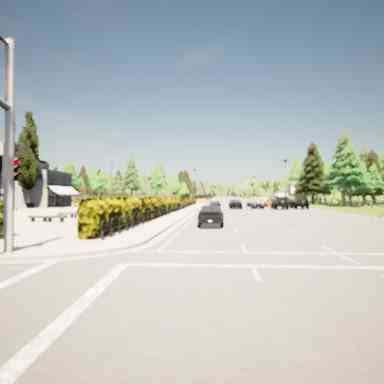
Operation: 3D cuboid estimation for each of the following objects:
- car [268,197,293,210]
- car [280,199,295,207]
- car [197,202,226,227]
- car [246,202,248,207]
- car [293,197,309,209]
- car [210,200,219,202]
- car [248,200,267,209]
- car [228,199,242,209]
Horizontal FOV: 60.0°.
[{"bbox_3d":[14.202,1.770,53.924,2.150,2.045,5.566,0,-1,5],"label":"car"},{"bbox_3d":[18.577,2.162,64.598,1.837,1.490,4.892,0,-1,5],"label":"car"},{"bbox_3d":[1.448,1.760,25.179,1.837,1.490,4.892,0,-1,5],"label":"car"},{"bbox_3d":[11.486,2.248,63.757,1.895,1.301,4.718,0,-1,5],"label":"car"},{"bbox_3d":[17.814,1.784,55.169,2.150,2.045,5.566,0,-1,5],"label":"car"},{"bbox_3d":[3.748,2.048,54.898,2.128,1.511,4.902,0,0,5],"label":"car"},{"bbox_3d":[10.781,2.160,55.033,1.895,1.301,4.718,0,-1,5],"label":"car"},{"bbox_3d":[7.256,2.034,54.871,1.882,1.535,5.008,0,-1,5],"label":"car"}]
